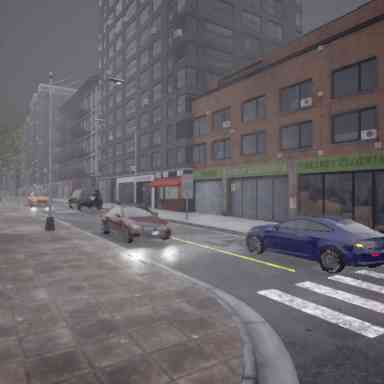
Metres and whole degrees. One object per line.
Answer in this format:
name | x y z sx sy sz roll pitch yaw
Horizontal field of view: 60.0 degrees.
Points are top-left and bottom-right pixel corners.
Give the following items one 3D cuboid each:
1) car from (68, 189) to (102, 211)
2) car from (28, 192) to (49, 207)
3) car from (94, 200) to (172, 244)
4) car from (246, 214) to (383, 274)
car | -10.500 0.720 32.527 2.150 2.045 5.566 0 0 -32
car | -17.233 0.752 37.662 2.097 1.767 4.553 0 0 -32
car | -2.642 1.277 14.719 1.812 1.442 4.674 0 1 -33
car | 3.693 1.411 10.280 1.812 1.442 4.674 0 1 -33
